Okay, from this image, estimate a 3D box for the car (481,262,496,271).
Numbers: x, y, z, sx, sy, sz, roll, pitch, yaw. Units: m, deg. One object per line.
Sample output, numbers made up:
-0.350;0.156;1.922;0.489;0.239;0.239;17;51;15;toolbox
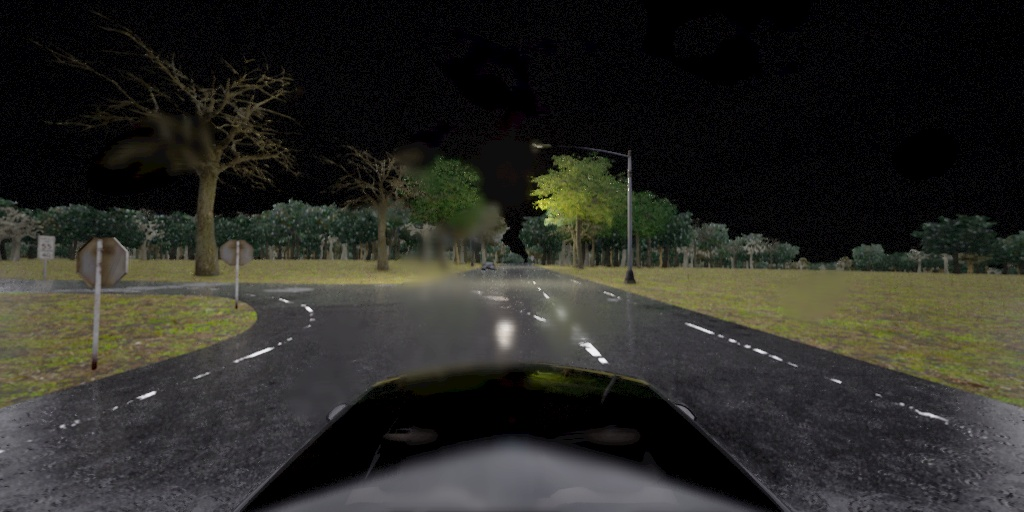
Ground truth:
-3.557;1.626;55.028;1.994;1.385;4.181;0;0;0;car
